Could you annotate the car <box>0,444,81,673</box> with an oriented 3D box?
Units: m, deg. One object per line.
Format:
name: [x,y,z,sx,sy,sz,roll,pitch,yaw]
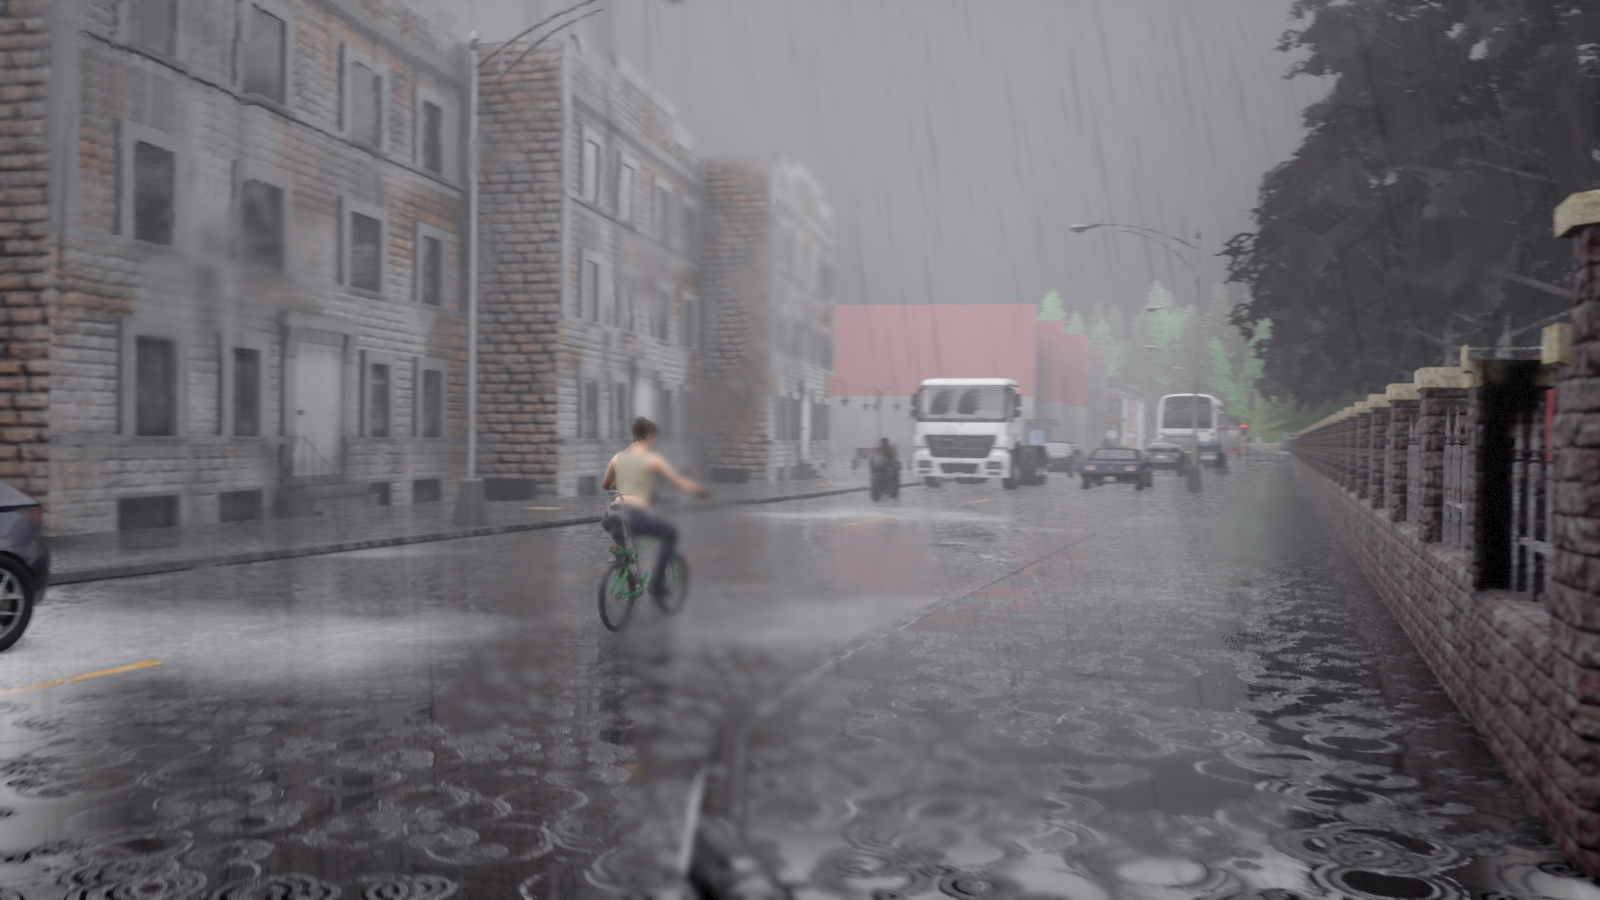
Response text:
car: [-6.432,0.720,6.921,1.816,1.474,4.193,0,1,16]

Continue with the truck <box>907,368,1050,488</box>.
truck: [5.932,-0.666,40.486,2.891,3.462,7.936,0,1,21]

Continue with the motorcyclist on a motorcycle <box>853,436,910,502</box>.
motorcyclist on a motorcycle: [1.961,0.422,29.866,0.797,1.523,2.044,0,1,21]

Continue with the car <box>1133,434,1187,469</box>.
car: [16.370,0.046,56.930,2.007,1.525,4.514,0,1,21]

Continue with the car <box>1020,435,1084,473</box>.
car: [10.764,0.144,53.382,1.882,1.535,5.008,0,1,21]

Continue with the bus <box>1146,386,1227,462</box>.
bus: [23.512,-1.497,75.931,3.944,4.253,10.273,0,0,21]

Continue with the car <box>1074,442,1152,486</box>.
car: [10.085,0.395,40.163,1.895,1.301,4.718,0,1,21]

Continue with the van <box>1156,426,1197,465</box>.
van: [20.046,-0.262,66.713,1.775,1.987,4.442,0,0,21]

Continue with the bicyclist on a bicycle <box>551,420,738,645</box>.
bicyclist on a bicycle: [-1.176,0.583,9.826,0.866,1.612,1.509,0,1,19]
